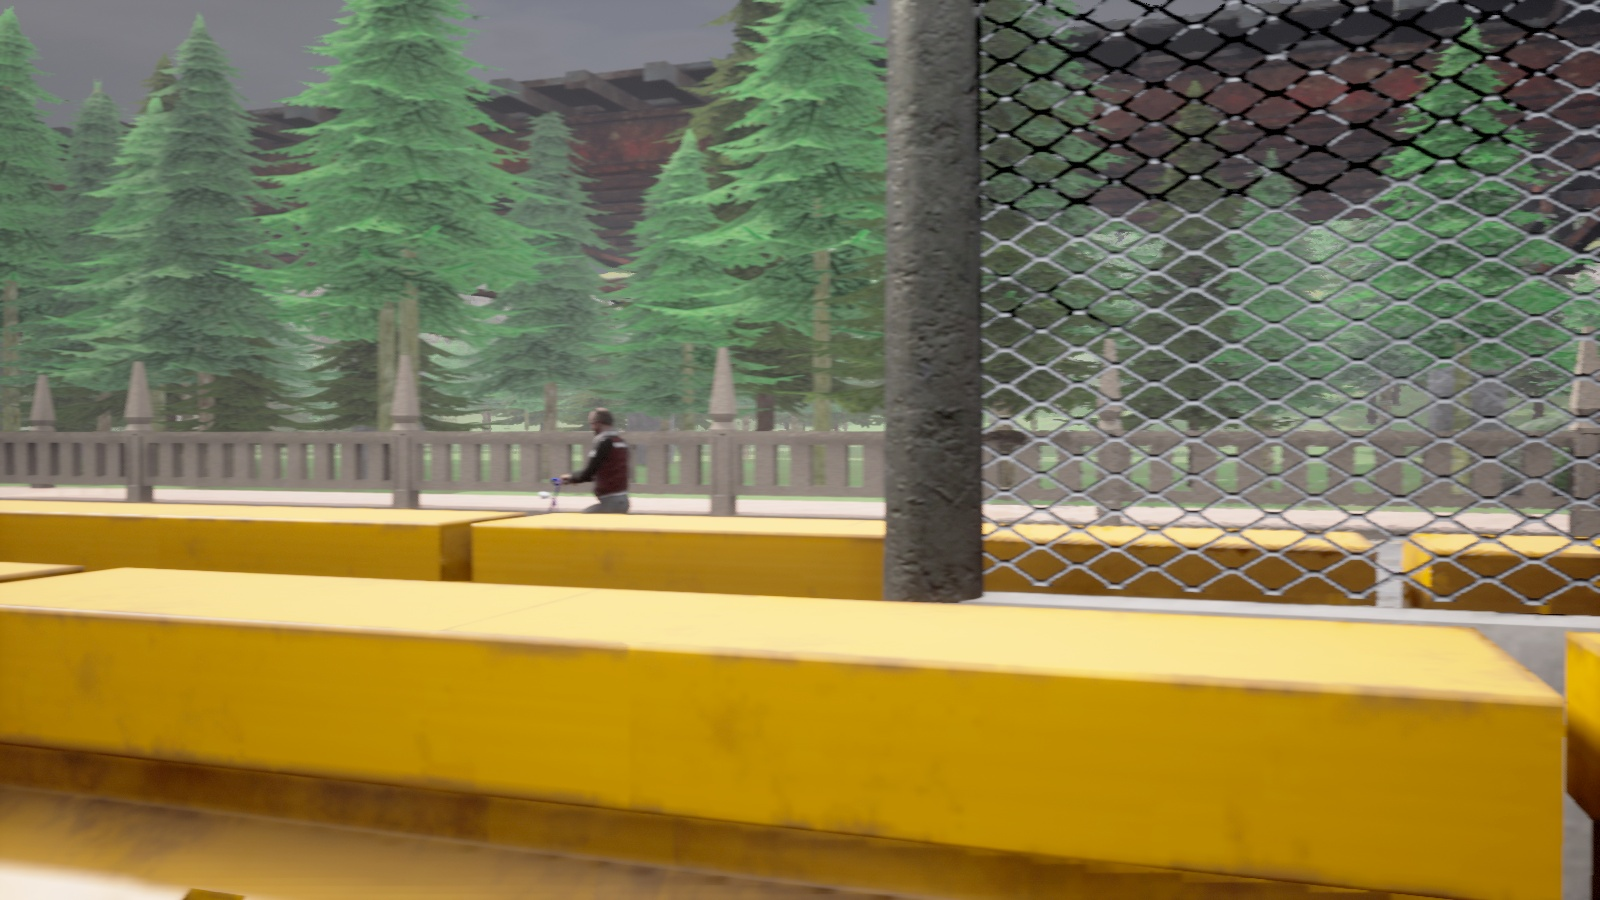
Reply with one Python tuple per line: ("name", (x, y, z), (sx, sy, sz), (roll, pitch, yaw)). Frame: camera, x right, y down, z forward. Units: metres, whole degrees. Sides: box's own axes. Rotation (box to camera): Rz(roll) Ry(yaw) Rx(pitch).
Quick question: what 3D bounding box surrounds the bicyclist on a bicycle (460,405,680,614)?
("bicyclist on a bicycle", (-2.063, 0.491, 11.270), (1.843, 1.776, 0.659), (1, 1, 19))
